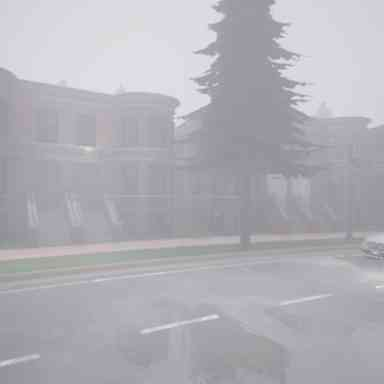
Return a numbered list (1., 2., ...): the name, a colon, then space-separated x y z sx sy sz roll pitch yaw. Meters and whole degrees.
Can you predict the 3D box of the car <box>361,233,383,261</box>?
1. car: 8.017 1.671 11.251 4.674 1.442 1.812 1 0 -18
